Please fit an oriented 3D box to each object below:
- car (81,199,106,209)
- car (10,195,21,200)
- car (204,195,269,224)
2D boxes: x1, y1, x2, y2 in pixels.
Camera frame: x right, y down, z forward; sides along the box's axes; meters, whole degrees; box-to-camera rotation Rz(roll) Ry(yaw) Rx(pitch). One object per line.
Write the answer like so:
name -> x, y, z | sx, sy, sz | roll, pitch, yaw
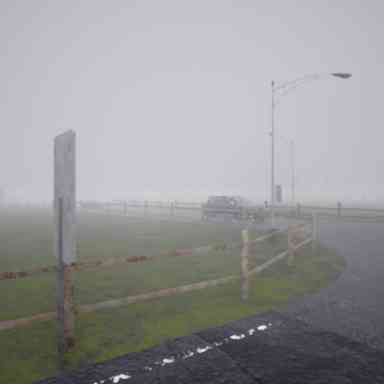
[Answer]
car -> -14.089, 1.739, 47.155 | 2.033, 1.411, 5.357 | 0, 0, -39
car -> -44.619, 1.514, 84.212 | 2.097, 1.767, 4.553 | 0, 0, -39
car -> 3.317, 1.294, 26.018 | 2.150, 2.045, 5.566 | 0, 0, -39
